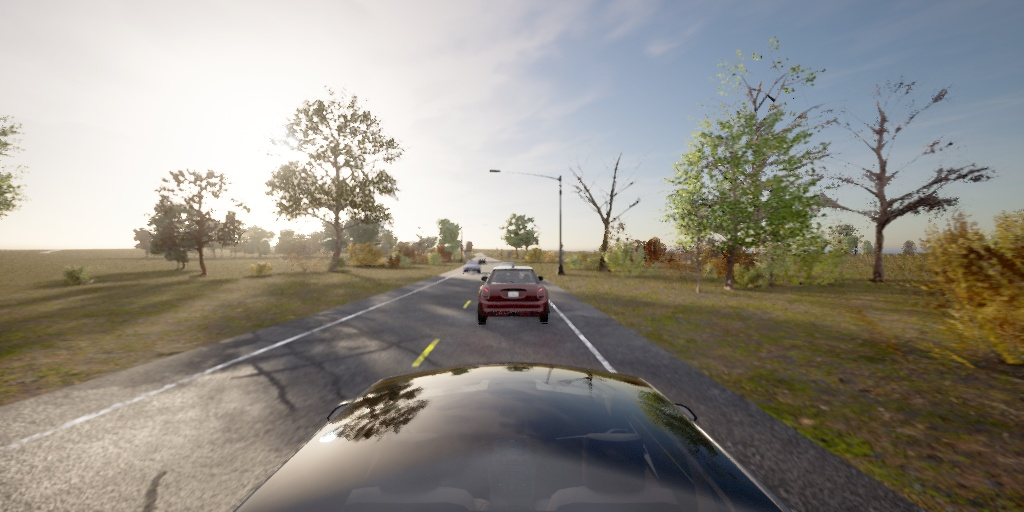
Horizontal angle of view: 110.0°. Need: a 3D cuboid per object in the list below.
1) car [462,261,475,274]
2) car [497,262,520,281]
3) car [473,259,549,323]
[{"bbox_3d":[-4.391,1.239,40.036,1.812,1.442,4.674,0,0,-2],"label":"car"},{"bbox_3d":[-0.378,1.251,30.532,1.812,1.442,4.674,0,0,-2],"label":"car"},{"bbox_3d":[0.018,1.097,12.202,2.097,1.767,4.553,0,0,-1],"label":"car"}]
